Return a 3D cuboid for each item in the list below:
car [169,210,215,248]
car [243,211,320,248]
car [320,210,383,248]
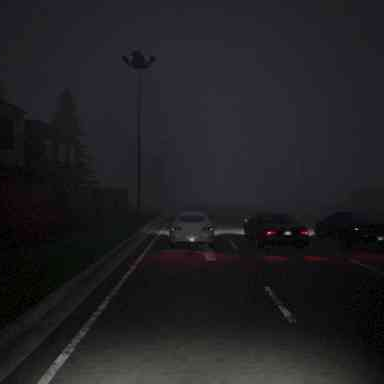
[{"bbox_3d":[0.000,1.532,14.659,1.812,1.442,4.674,0,0,0],"label":"car"},{"bbox_3d":[3.500,1.562,14.659,2.033,1.411,5.357,0,0,0],"label":"car"},{"bbox_3d":[7.000,1.532,14.659,1.812,1.442,4.674,0,0,0],"label":"car"}]
